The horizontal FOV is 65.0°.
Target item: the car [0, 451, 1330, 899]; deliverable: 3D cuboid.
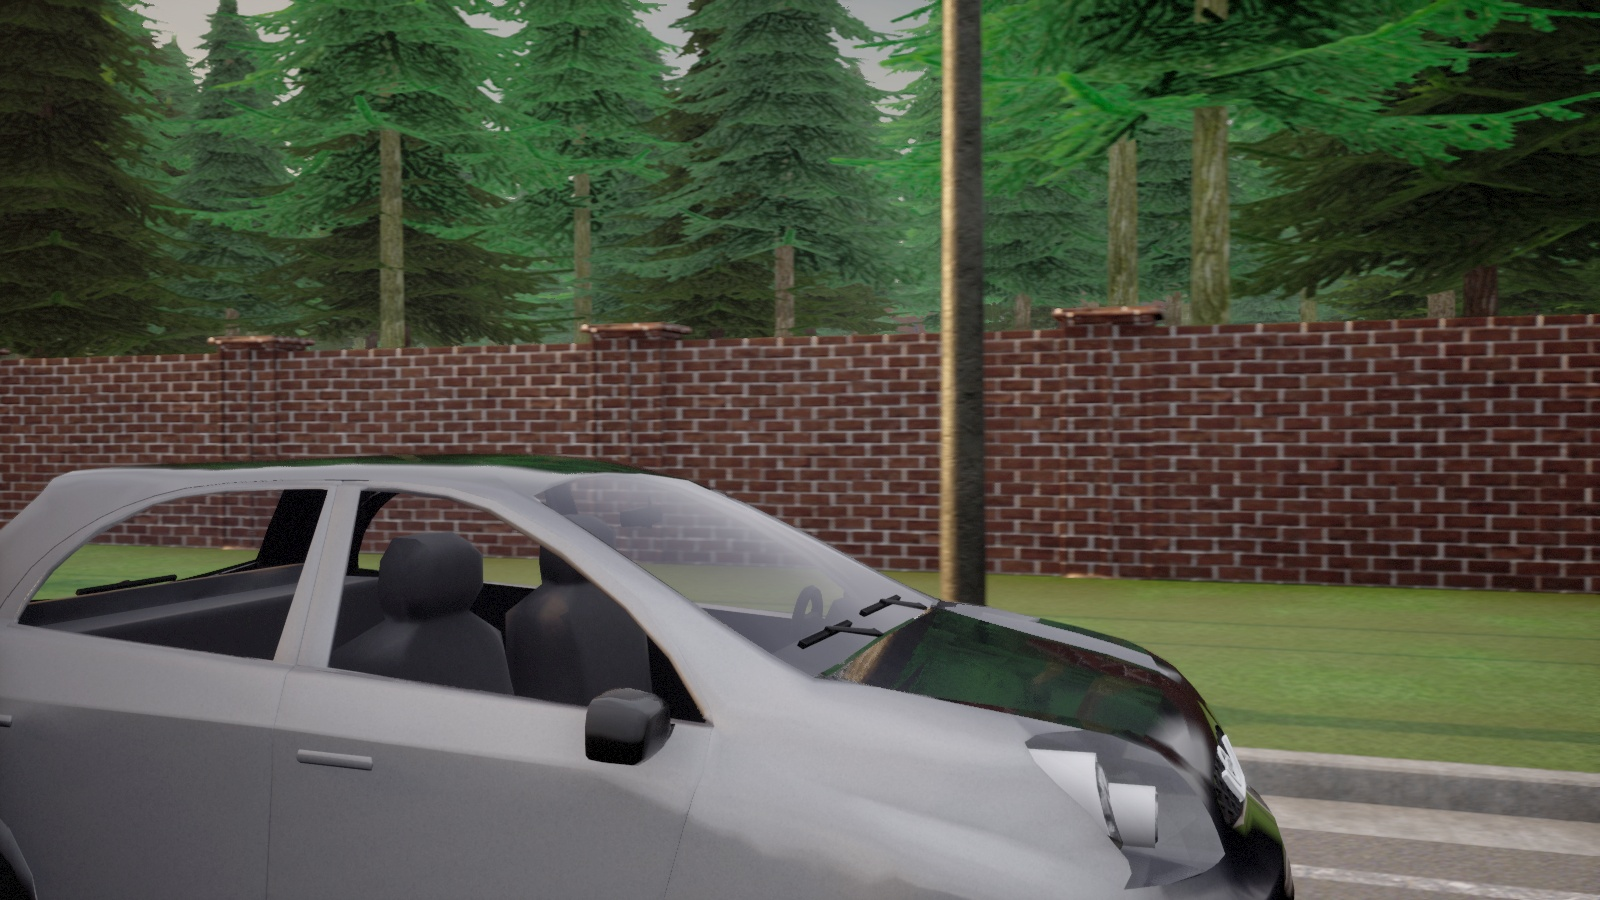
[{"bbox_3d":[-0.614,0.784,3.400,3.633,1.501,1.845,1,1,19],"label":"car"}]
